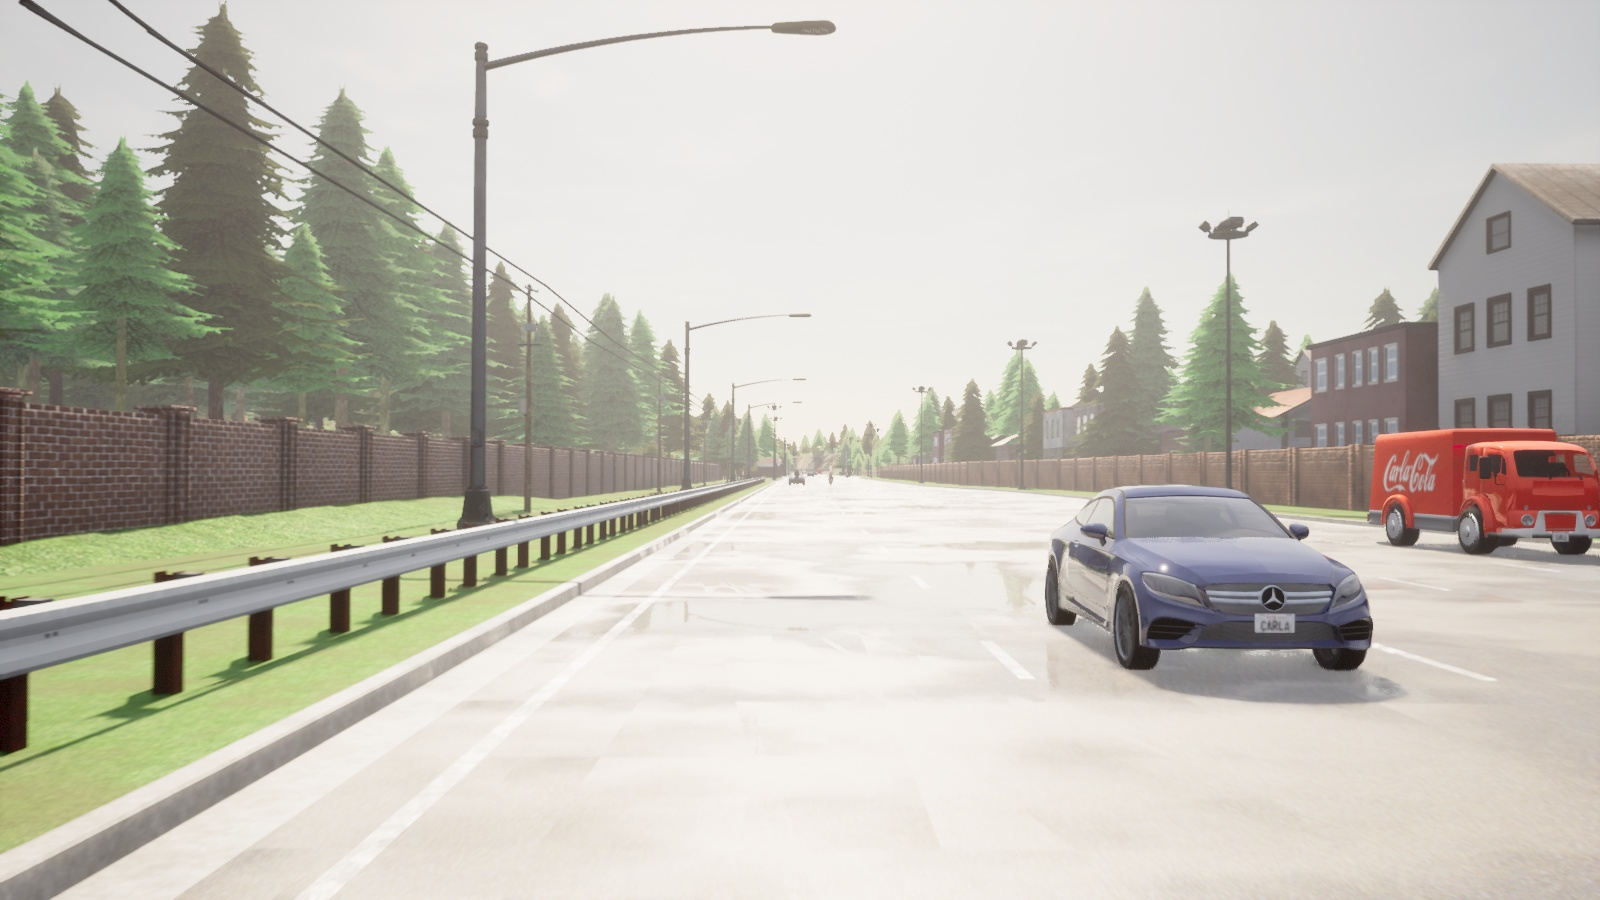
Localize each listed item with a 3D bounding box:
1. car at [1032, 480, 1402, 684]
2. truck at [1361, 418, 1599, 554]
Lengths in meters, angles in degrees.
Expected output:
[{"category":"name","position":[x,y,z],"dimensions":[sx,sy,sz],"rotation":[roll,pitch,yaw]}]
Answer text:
[{"category":"car","position":[3.473,1.019,11.501],"dimensions":[1.812,1.442,4.674],"rotation":[0,-1,0]},{"category":"truck","position":[13.937,0.701,25.612],"dimensions":[2.627,2.467,5.204],"rotation":[0,-1,0]}]
